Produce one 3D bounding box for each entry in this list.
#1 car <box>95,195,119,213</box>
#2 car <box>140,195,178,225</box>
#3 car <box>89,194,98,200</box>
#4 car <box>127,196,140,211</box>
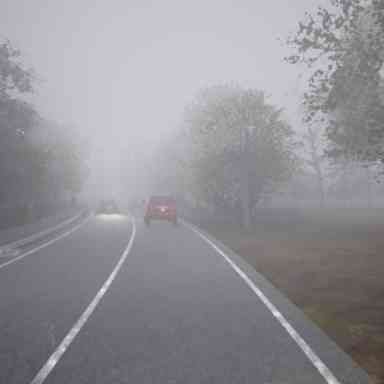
[{"bbox_3d":[-8.851,1.356,35.284,2.128,1.511,4.902,1,1,-17],"label":"car"},{"bbox_3d":[-2.355,1.217,23.939,2.150,2.045,5.566,1,0,-11],"label":"car"},{"bbox_3d":[-22.023,1.095,74.860,1.882,1.535,5.008,1,-1,-19],"label":"car"},{"bbox_3d":[-6.757,1.310,41.047,2.097,1.767,4.553,2,0,-17],"label":"car"}]
